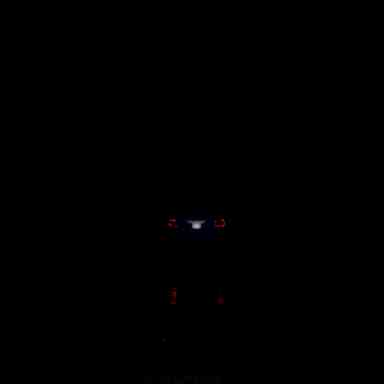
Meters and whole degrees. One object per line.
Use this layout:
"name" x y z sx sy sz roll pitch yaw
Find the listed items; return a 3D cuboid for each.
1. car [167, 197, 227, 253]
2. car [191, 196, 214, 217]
"car" 0.257 1.193 13.873 2.150 2.045 5.566 0 1 2
"car" 0.984 1.207 29.288 1.882 1.535 5.008 0 1 3
